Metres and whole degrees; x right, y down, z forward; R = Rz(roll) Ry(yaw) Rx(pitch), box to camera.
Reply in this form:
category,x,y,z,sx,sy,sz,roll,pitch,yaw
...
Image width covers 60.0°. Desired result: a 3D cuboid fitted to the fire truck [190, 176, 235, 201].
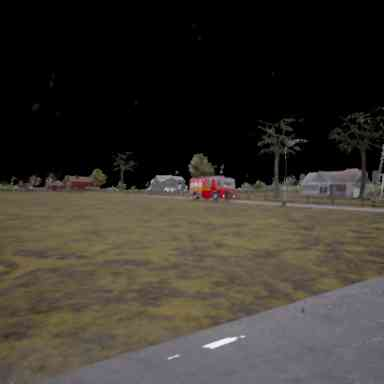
category,x,y,z,sx,sy,sz,roll,pitch,yaw
fire truck,3.142,-0.613,53.485,2.891,3.827,8.468,2,0,-35
